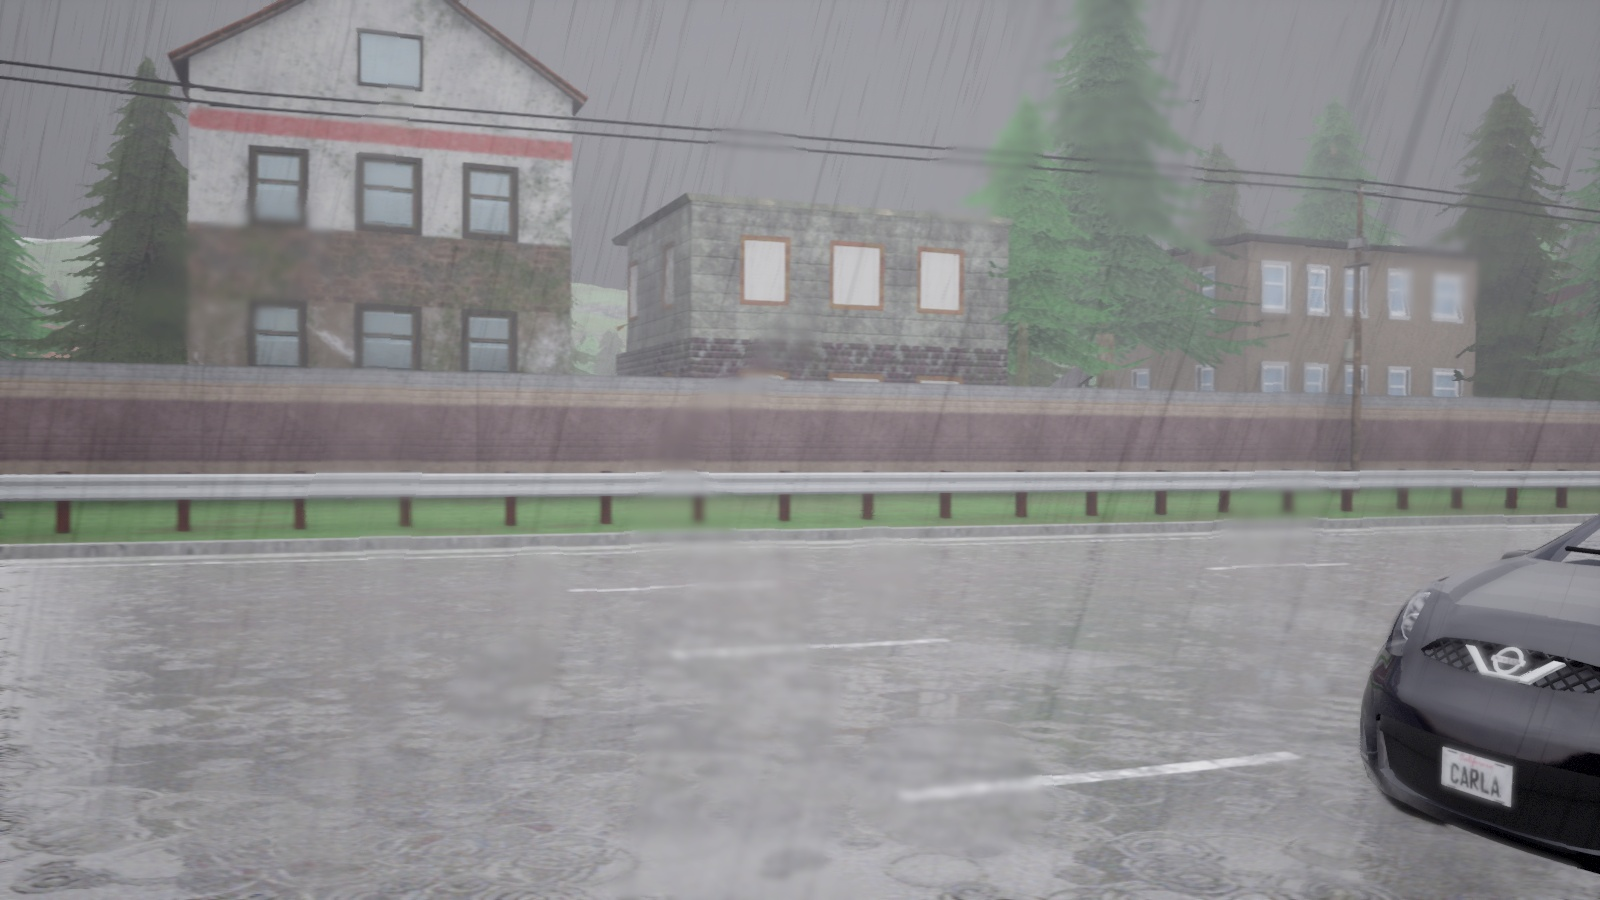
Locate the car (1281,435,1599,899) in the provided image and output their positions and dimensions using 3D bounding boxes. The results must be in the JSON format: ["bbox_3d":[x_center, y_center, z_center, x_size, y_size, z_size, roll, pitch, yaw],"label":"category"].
[{"bbox_3d":[3.922,0.693,4.728,3.633,1.501,1.845,-1,1,-21],"label":"car"}]
